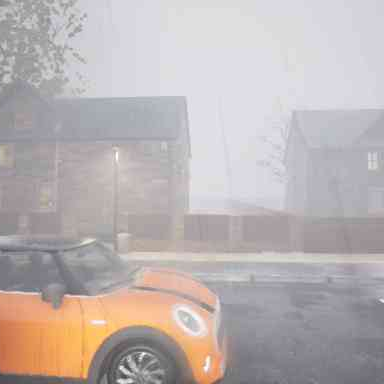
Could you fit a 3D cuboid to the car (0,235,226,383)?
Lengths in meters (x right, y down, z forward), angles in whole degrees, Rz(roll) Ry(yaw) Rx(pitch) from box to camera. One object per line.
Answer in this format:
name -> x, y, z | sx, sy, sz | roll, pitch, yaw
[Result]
car -> -1.821, 1.408, 4.567 | 4.553, 1.767, 2.097 | 0, -1, 5
